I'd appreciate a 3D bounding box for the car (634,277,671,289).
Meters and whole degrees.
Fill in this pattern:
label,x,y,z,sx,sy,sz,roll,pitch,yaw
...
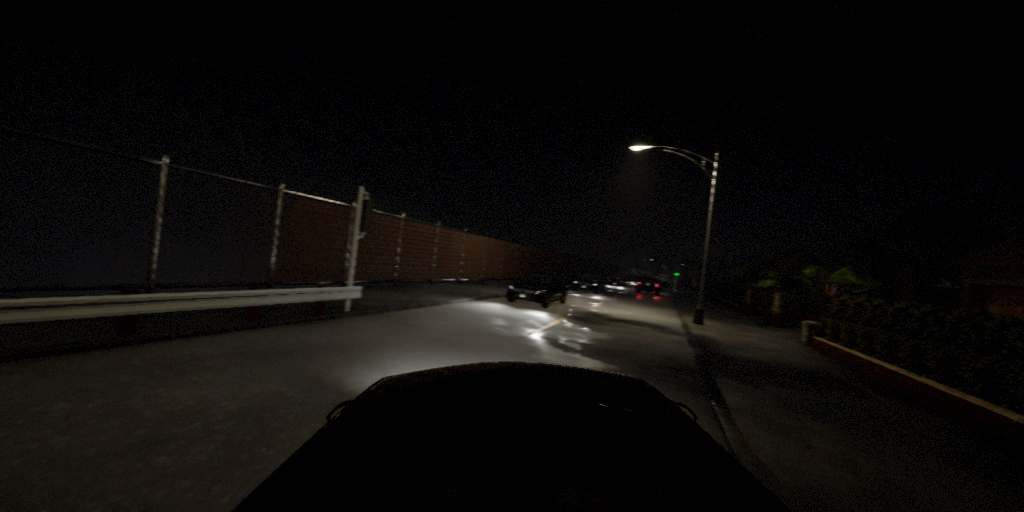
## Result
label,x,y,z,sx,sy,sz,roll,pitch,yaw
car,22.177,4.108,55.678,2.128,1.511,4.902,7,0,-36

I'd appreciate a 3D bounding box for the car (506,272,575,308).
label,x,y,z,sx,sy,sz,roll,pitch,yaw
car,1.367,1.495,17.017,1.812,1.442,4.674,7,0,23

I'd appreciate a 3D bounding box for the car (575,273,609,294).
label,x,y,z,sx,sy,sz,roll,pitch,yaw
car,6.261,2.127,28.686,1.812,1.442,4.674,7,0,23

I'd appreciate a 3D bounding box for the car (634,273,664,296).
label,x,y,z,sx,sy,sz,roll,pitch,yaw
car,13.785,2.883,36.065,2.097,1.767,4.553,7,0,23

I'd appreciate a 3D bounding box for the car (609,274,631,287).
label,x,y,z,sx,sy,sz,roll,pitch,yaw
car,13.495,3.083,45.691,2.033,1.411,5.357,7,0,23
